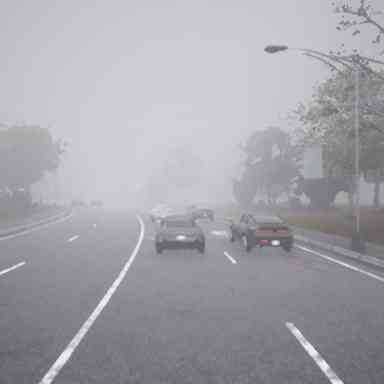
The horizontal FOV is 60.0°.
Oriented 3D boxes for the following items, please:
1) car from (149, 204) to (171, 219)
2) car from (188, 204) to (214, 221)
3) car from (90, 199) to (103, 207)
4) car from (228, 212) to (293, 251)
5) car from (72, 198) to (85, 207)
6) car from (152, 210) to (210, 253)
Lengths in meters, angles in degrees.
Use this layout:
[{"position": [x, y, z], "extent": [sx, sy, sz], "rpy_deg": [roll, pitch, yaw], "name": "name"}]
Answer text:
[{"position": [-2.756, 1.803, 29.574], "extent": [1.812, 1.442, 4.674], "rpy_deg": [0, 0, -11], "name": "car"}, {"position": [0.684, 1.811, 30.219], "extent": [1.812, 1.442, 4.674], "rpy_deg": [0, 0, -11], "name": "car"}, {"position": [-19.120, 2.081, 66.647], "extent": [1.882, 1.535, 5.008], "rpy_deg": [0, -1, -25], "name": "car"}, {"position": [2.890, 1.647, 14.777], "extent": [1.837, 1.490, 4.892], "rpy_deg": [0, 0, -5], "name": "car"}, {"position": [-22.218, 1.943, 65.066], "extent": [2.097, 1.767, 4.553], "rpy_deg": [0, -1, -27], "name": "car"}, {"position": [-0.595, 1.700, 14.465], "extent": [1.994, 1.385, 4.181], "rpy_deg": [0, 0, -5], "name": "car"}]
